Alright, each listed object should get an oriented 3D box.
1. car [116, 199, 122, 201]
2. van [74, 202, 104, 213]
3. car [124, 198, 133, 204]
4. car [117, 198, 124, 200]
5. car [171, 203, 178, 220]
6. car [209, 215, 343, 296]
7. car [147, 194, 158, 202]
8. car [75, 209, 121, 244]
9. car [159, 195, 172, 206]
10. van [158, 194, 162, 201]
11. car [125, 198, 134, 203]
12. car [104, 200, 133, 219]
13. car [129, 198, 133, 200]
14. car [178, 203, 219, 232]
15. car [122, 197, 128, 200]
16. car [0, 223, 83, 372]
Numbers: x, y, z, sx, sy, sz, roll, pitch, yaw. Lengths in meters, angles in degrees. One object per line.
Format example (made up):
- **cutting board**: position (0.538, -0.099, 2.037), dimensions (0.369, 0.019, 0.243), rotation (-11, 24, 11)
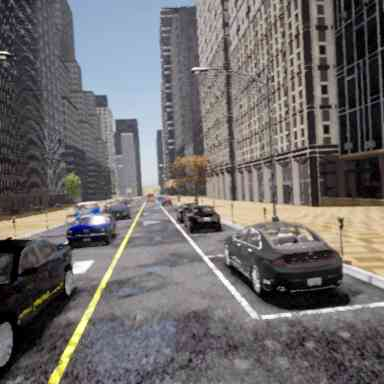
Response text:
- **car**: position (-11.308, 2.066, 46.229), dimensions (2.008, 1.369, 4.403), rotation (-4, 0, -7)
- **van**: position (-9.203, 1.784, 29.487), dimensions (1.690, 1.788, 3.998), rotation (-4, 0, -7)
- **car**: position (-16.255, 2.264, 85.292), dimensions (2.008, 1.369, 4.403), rotation (-5, 0, -7)
- **car**: position (-11.996, 2.066, 51.641), dimensions (1.752, 1.417, 4.829), rotation (-4, 0, -7)
- **car**: position (-0.181, 1.481, 24.961), dimensions (1.947, 1.339, 4.313), rotation (-5, 0, -7)
- **car**: position (1.939, 1.403, 8.219), dimensions (2.008, 1.369, 4.403), rotation (-4, 0, -7)
- **car**: position (-11.226, 1.740, 90.788), dimensions (2.097, 1.767, 4.553), rotation (-3, 0, -7)
- **car**: position (-4.992, 1.836, 17.064), dimensions (1.895, 1.301, 4.718), rotation (-3, 0, -7)
- **car**: position (-4.421, 1.646, 58.444), dimensions (1.802, 1.307, 4.206), rotation (-5, 0, -7)
- **van**: position (-8.680, 1.581, 91.925), dimensions (1.690, 1.788, 3.998), rotation (-5, 0, -7)
- **car**: position (-16.962, 2.295, 90.872), dimensions (2.008, 1.369, 4.403), rotation (-5, 0, -7)
- **car**: position (-6.774, 1.853, 31.313), dimensions (1.994, 1.385, 4.181), rotation (-3, 0, -7)
- **car**: position (-14.842, 2.198, 74.130), dimensions (1.887, 1.381, 4.507), rotation (-5, 0, -7)
- **car**: position (0.526, 1.459, 19.380), dimensions (1.947, 1.339, 4.313), rotation (-5, 0, -7)
- **car**: position (-12.722, 2.114, 57.390), dimensions (1.887, 1.381, 4.507), rotation (-4, 0, -7)
- **car**: position (-3.593, 1.673, 5.987), dimensions (1.882, 1.535, 5.008), rotation (-3, 0, -5)
